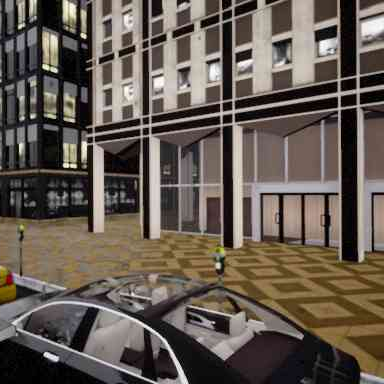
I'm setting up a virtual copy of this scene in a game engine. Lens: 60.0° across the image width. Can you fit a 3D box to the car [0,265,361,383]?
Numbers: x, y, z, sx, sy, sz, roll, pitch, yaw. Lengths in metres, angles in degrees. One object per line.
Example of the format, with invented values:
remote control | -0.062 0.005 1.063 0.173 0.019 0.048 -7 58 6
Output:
car | -0.681 1.549 3.367 4.403 1.369 2.008 0 0 36
